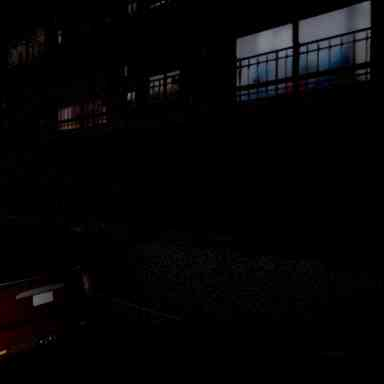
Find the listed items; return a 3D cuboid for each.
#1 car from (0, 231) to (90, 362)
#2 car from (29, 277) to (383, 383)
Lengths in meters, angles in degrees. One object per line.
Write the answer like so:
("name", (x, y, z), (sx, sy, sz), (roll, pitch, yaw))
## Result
("car", (-3.469, 1.344, 5.351), (4.097, 1.590, 1.967), (1, 0, 35))
("car", (1.118, 1.541, 2.079), (4.507, 1.381, 1.887), (1, 0, 35))
